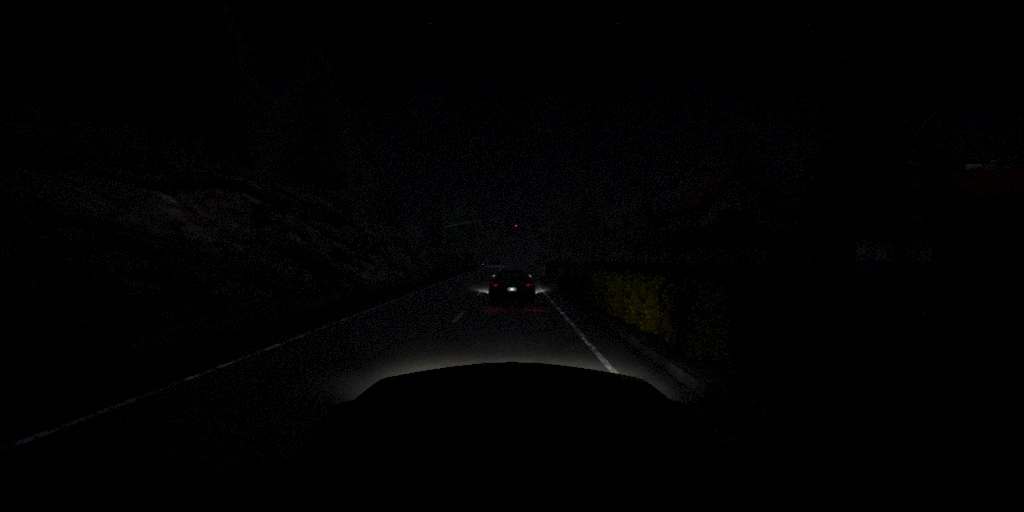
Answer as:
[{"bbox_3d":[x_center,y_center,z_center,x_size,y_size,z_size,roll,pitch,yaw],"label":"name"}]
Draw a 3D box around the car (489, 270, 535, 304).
[{"bbox_3d":[0.000,1.321,16.500,1.994,1.385,4.181,0,0,0],"label":"car"}]
